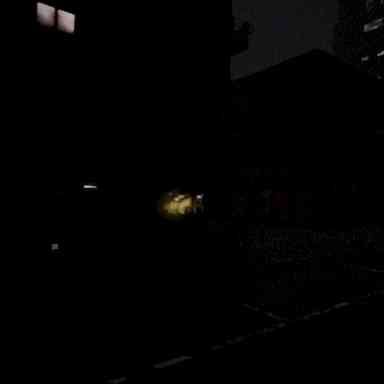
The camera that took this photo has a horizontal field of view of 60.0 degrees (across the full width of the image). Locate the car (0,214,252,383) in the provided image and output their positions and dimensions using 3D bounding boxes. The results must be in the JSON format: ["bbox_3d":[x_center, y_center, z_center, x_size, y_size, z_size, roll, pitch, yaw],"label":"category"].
[{"bbox_3d":[-1.269,1.336,5.158,5.009,1.841,2.192,1,1,-35],"label":"car"}]
